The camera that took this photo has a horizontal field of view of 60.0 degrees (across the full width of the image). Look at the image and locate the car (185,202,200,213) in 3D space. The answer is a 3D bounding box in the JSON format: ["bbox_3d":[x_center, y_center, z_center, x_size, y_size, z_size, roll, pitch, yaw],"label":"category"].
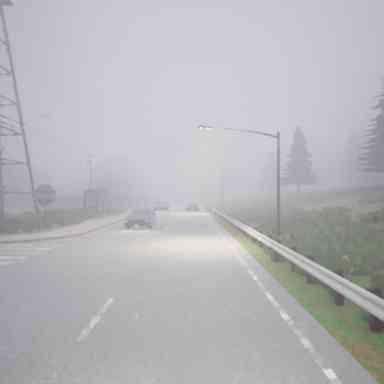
[{"bbox_3d":[0.049,2.104,46.868,1.812,1.442,4.674,0,-1,0],"label":"car"}]

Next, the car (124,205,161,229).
[{"bbox_3d":[-3.614,1.849,24.386,2.033,1.411,5.357,0,-1,0],"label":"car"}]

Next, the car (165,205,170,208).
[{"bbox_3d":[-3.536,1.685,39.825,2.033,1.411,5.357,0,-1,0],"label":"car"}]
